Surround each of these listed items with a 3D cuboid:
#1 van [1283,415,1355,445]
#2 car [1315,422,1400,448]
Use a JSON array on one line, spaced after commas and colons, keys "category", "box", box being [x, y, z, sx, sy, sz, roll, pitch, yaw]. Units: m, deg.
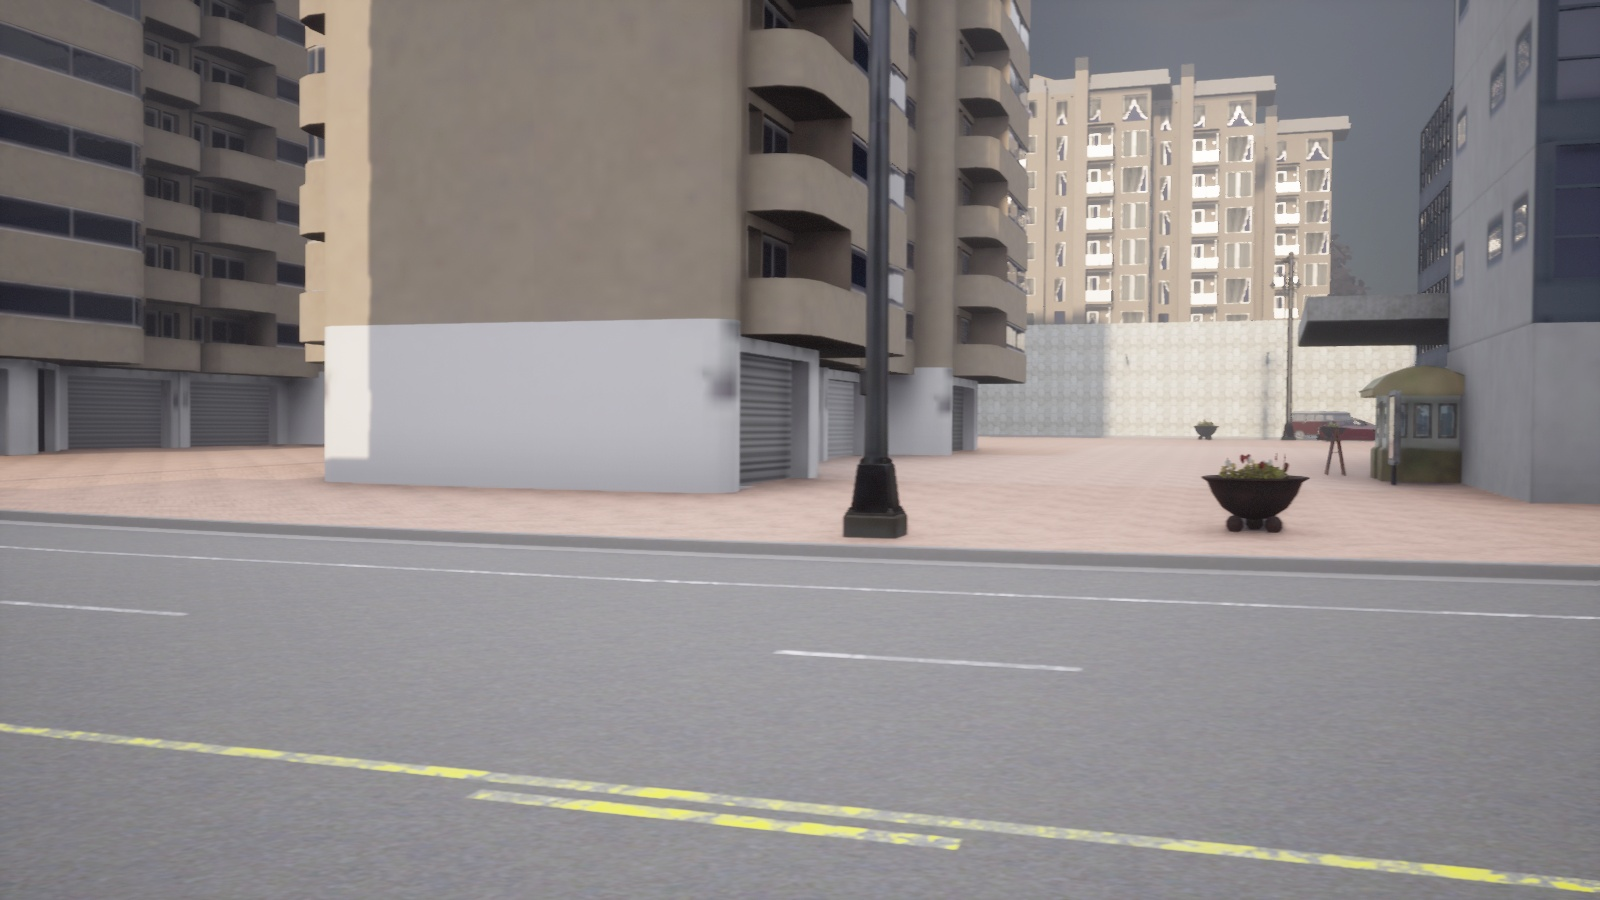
[{"category": "van", "box": [35.368, -1.380, 85.696, 4.442, 1.987, 1.775, 1, 1, 20]}, {"category": "car", "box": [31.885, -0.848, 71.884, 4.181, 1.385, 1.994, 1, 1, 16]}]
